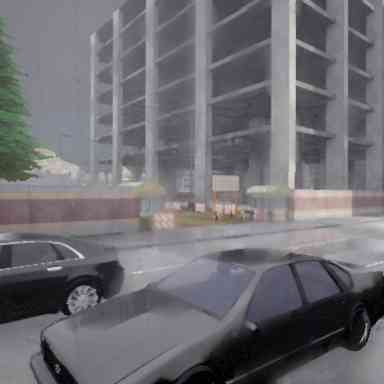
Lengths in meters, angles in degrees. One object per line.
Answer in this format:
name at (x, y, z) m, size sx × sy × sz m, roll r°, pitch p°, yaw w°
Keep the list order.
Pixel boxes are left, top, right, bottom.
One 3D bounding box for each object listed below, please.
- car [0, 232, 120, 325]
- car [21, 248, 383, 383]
car at (-3.564, 1.507, 5.698) m, size 4.892 × 1.490 × 1.837 m, roll 0°, pitch 0°, yaw -38°
car at (0.808, 1.563, 4.645) m, size 5.357 × 1.411 × 2.033 m, roll 0°, pitch 0°, yaw -38°
